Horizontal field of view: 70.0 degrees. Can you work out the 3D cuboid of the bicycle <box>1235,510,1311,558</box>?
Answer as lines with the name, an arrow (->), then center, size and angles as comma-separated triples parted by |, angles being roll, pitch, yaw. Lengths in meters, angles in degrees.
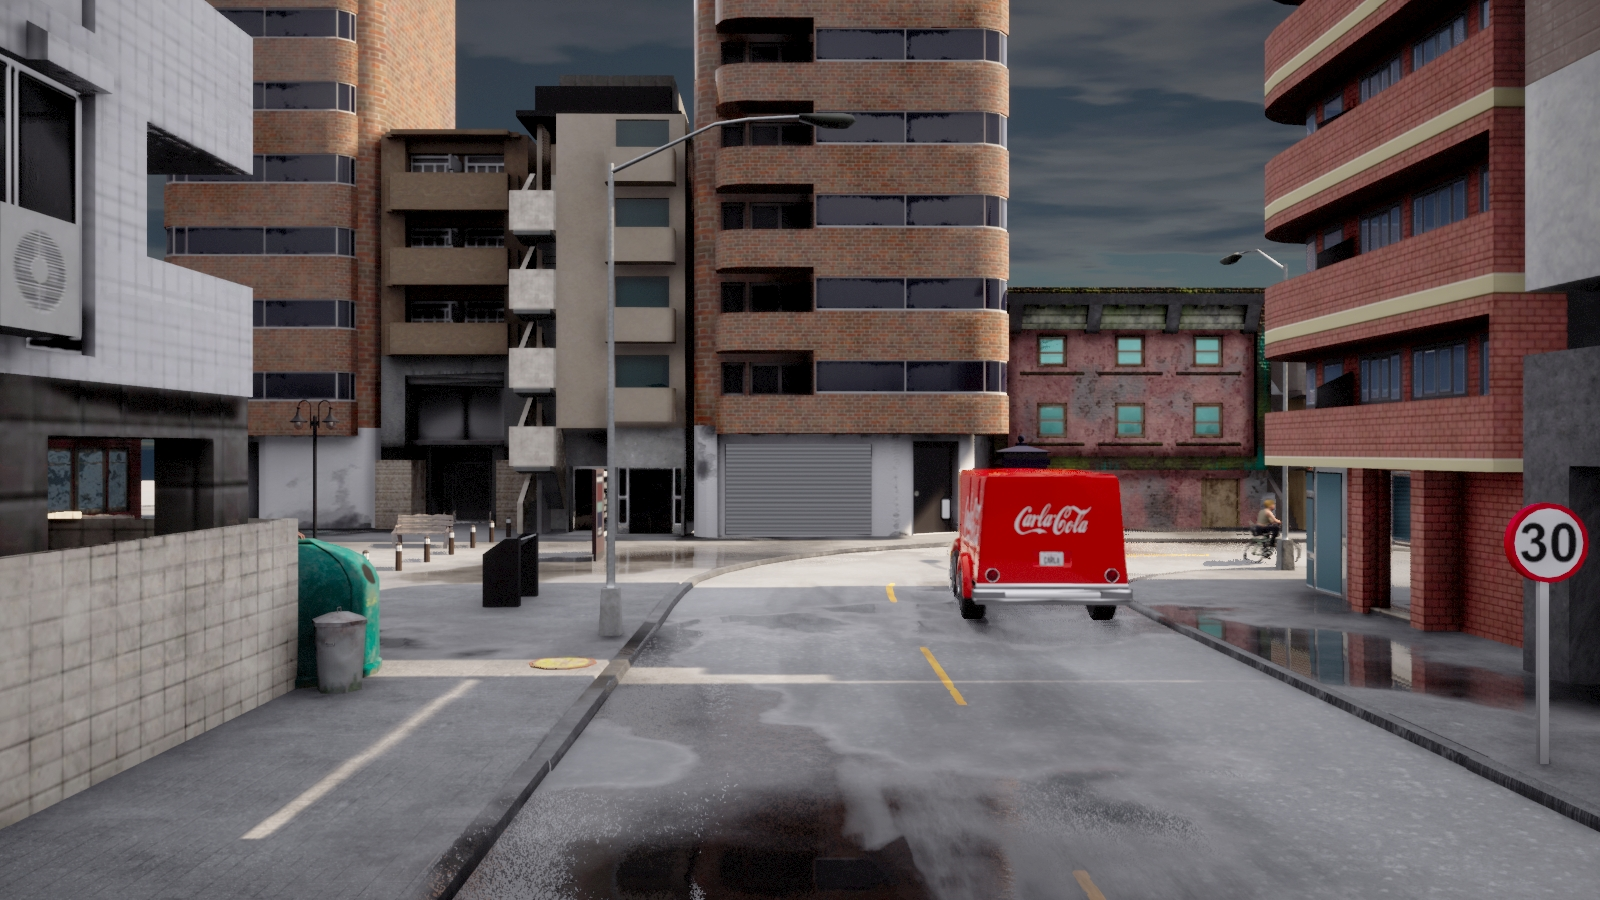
bicycle -> 11.602, 2.048, 28.065 | 1.487, 1.080, 0.859 | 0, 1, -8

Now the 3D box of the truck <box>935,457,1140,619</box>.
truck -> 3.939, 1.354, 20.074 | 2.627, 2.467, 5.204 | 0, 0, 1
